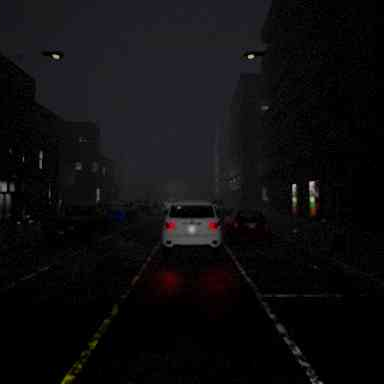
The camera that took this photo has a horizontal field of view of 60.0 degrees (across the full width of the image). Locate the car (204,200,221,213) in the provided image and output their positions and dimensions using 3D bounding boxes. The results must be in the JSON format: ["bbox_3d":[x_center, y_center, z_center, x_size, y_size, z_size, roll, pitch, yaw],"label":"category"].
[{"bbox_3d":[2.694,1.844,43.977,1.967,1.590,4.097,1,-1,0],"label":"car"}]

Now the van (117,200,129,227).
[{"bbox_3d":[-5.678,1.549,22.355,1.690,1.788,3.998,1,-1,0],"label":"van"}]

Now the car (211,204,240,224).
[{"bbox_3d":[2.697,1.807,27.755,2.008,1.369,4.403,1,-1,0],"label":"car"}]

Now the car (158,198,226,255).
[{"bbox_3d":[-0.003,1.347,14.013,2.150,2.045,5.566,0,0,0],"label":"car"}]

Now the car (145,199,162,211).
[{"bbox_3d":[-5.687,1.893,49.389,1.967,1.590,4.097,1,-1,0],"label":"car"}]

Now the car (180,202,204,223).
[{"bbox_3d":[-0.003,1.750,29.477,1.882,1.535,5.008,0,0,0],"label":"car"}]

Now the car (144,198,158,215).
[{"bbox_3d":[-5.682,1.670,38.576,2.192,1.841,5.009,1,-1,0],"label":"car"}]

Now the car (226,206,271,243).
[{"bbox_3d":[2.701,1.597,16.943,1.967,1.590,4.097,1,-1,0],"label":"car"}]

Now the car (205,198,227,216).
[{"bbox_3d":[2.697,1.670,38.571,2.192,1.841,5.009,1,-1,0],"label":"car"}]

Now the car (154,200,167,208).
[{"bbox_3d":[-5.693,2.102,60.202,2.008,1.369,4.403,1,-1,0],"label":"car"}]

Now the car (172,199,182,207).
[{"bbox_3d":[-3.023,2.182,67.451,1.994,1.385,4.181,0,-1,0],"label":"car"}]

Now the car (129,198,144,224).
[{"bbox_3d":[-5.679,1.572,27.762,2.192,1.841,5.009,1,-1,0],"label":"car"}]

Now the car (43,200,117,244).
[{"bbox_3d":[-5.676,1.473,16.948,2.192,1.841,5.009,1,-1,0],"label":"car"}]

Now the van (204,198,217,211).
[{"bbox_3d":[2.694,1.794,49.385,1.690,1.788,3.998,1,-1,0],"label":"van"}]
